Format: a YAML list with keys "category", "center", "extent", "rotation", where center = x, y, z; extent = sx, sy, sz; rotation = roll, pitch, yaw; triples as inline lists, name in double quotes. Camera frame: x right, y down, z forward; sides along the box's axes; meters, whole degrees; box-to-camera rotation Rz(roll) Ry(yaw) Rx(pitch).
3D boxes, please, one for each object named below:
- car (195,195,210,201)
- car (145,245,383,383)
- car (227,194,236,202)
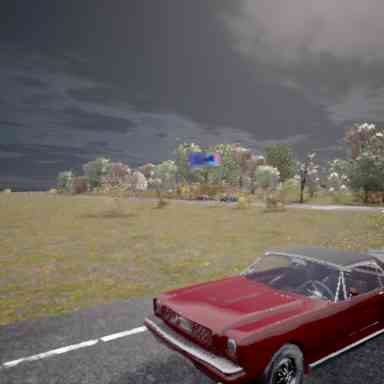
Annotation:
- category: "car"
  center: [2.634, 1.305, 74.473]
  extent: [1.895, 1.301, 4.718]
  rotation: [0, 0, -34]
- category: "car"
  center: [1.715, 1.596, 5.097]
  extent: [4.718, 1.301, 1.895]
  rotation: [0, 0, -36]
- category: "car"
  center: [6.854, 1.195, 68.233]
  extent: [2.097, 1.767, 4.553]
  rotation: [0, 0, -33]
